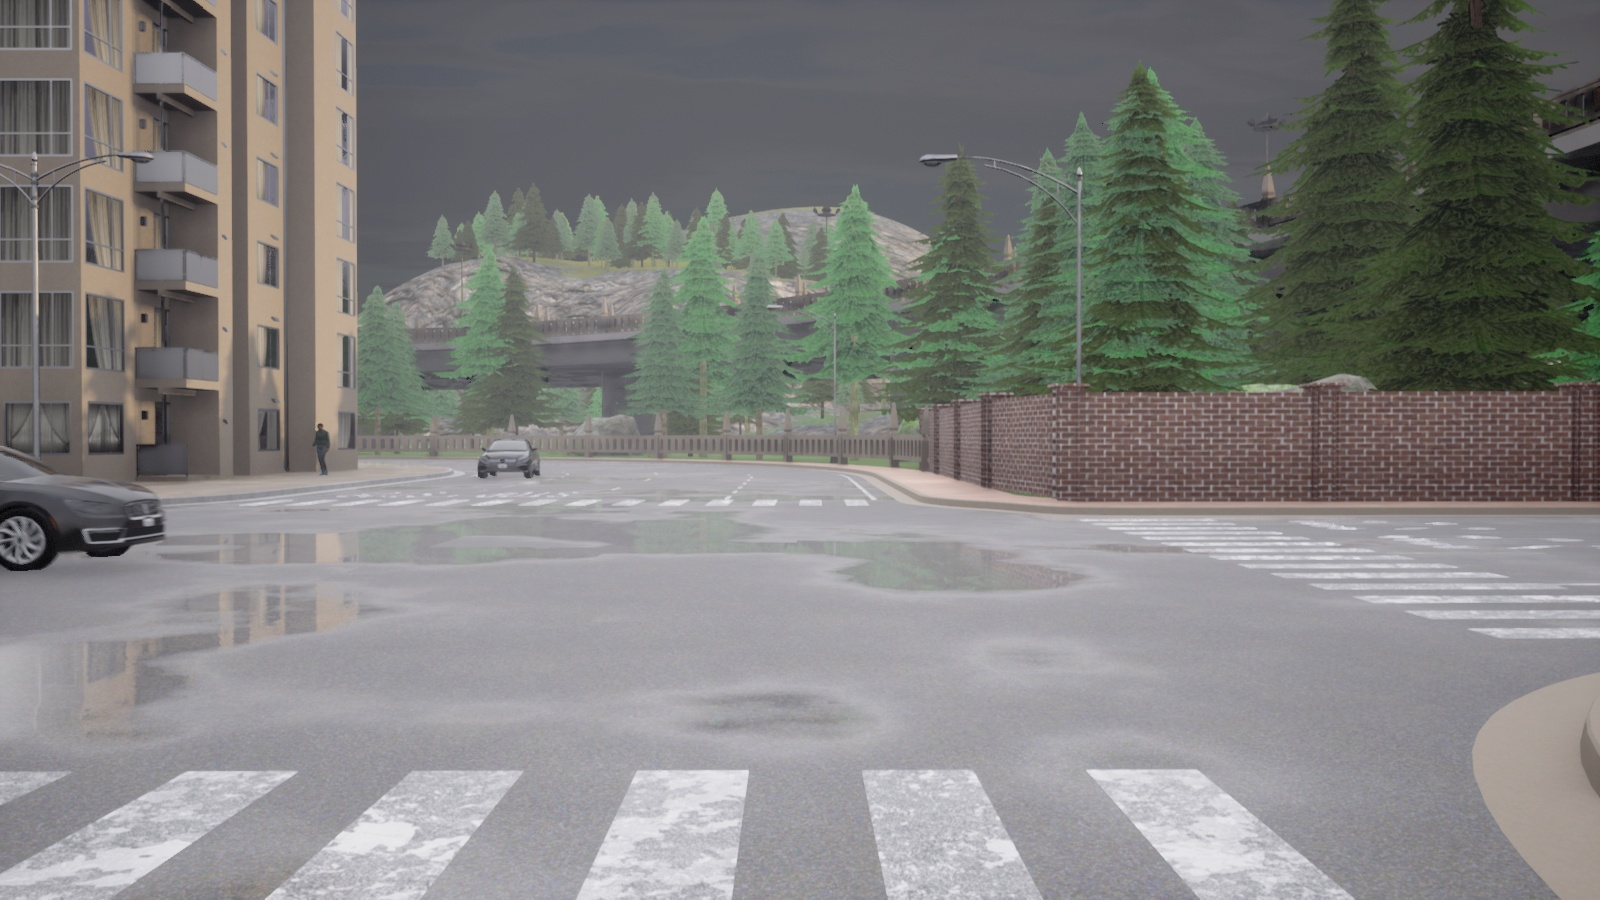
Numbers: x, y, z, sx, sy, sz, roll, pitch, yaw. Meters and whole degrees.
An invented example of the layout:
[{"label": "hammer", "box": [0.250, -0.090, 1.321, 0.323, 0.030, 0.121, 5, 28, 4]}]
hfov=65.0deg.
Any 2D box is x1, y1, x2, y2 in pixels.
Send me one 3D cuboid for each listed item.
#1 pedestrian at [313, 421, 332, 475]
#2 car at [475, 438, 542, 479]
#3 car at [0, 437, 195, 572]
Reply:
[{"label": "pedestrian", "box": [-16.313, -0.073, 42.872, 0.353, 1.847, 0.614, 0, 1, 7]}, {"label": "car", "box": [-10.611, 0.269, 46.019, 1.812, 1.442, 4.674, 0, 1, -6]}, {"label": "car", "box": [-10.038, 0.591, 14.828, 4.892, 1.490, 1.837, 0, 1, 0]}]
